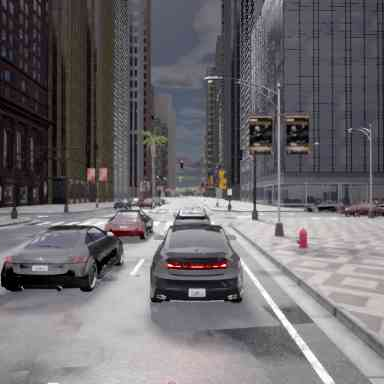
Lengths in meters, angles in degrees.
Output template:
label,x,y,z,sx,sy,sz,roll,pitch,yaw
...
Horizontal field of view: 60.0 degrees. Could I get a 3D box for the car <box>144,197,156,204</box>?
label,x,y,z,sx,sy,sz,roll,pitch,yaw
car,-9.875,1.991,78.358,2.033,1.411,5.357,0,0,0

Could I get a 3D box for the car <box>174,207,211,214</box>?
label,x,y,z,sx,sy,sz,roll,pitch,yaw
car,0.022,1.530,17.543,2.128,1.511,4.902,0,0,0

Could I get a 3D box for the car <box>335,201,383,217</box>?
label,x,y,z,sx,sy,sz,roll,pitch,yaw
car,15.269,1.578,29.268,4.206,1.307,1.802,0,0,-1

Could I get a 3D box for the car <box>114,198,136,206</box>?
label,x,y,z,sx,sy,sz,roll,pitch,yaw
car,-9.926,1.768,48.323,2.033,1.411,5.357,0,0,0

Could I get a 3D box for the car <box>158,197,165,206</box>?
label,x,y,z,sx,sy,sz,roll,pitch,yaw
car,-6.665,1.656,60.091,2.097,1.767,4.553,0,0,0

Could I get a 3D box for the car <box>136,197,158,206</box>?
label,x,y,z,sx,sy,sz,roll,pitch,yaw
car,-6.675,1.710,50.053,1.882,1.535,5.008,0,0,0

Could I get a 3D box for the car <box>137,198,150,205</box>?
label,x,y,z,sx,sy,sz,roll,pitch,yaw
car,-9.862,1.927,67.764,1.994,1.385,4.181,0,0,1

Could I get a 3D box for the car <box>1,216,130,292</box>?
label,x,y,z,sx,sy,sz,roll,pitch,yaw
car,-3.170,1.576,8.997,1.994,1.385,4.181,0,0,1

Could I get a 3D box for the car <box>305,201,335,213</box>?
label,x,y,z,sx,sy,sz,roll,pitch,yaw
car,15.125,1.663,37.791,4.313,1.339,1.947,0,0,-1

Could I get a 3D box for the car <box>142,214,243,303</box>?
label,x,y,z,sx,sy,sz,roll,pitch,yaw
car,0.088,1.515,8.222,1.837,1.490,4.892,0,0,0

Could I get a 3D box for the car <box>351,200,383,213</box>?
label,x,y,z,sx,sy,sz,roll,pitch,yaw
car,20.765,1.644,37.888,4.313,1.339,1.947,0,0,-1

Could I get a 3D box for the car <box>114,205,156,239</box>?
label,x,y,z,sx,sy,sz,roll,pitch,yaw
car,-3.177,1.602,17.396,1.994,1.385,4.181,0,0,0

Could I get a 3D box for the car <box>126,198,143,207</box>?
label,x,y,z,sx,sy,sz,roll,pitch,yaw
car,-9.924,1.779,57.878,2.128,1.511,4.902,0,0,0
